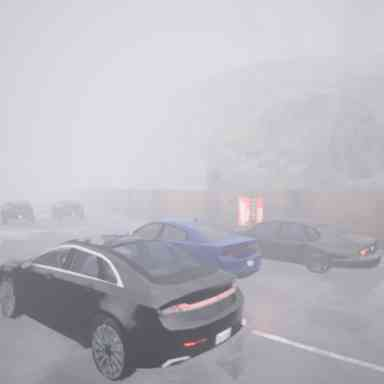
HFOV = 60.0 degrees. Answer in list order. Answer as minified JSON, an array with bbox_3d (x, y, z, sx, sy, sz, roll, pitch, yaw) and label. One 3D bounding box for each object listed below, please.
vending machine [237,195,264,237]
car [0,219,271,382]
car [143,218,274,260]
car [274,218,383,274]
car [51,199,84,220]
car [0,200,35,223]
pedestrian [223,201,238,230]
[{"bbox_3d":[3.047,1.194,17.204,0.880,2.100,1.100,1,0,45],"label":"vending machine"},{"bbox_3d":[-1.482,1.467,5.498,4.902,1.511,2.128,1,0,40],"label":"car"},{"bbox_3d":[-0.527,1.456,9.239,5.008,1.535,1.882,1,0,41],"label":"car"},{"bbox_3d":[3.007,1.559,10.693,5.357,1.411,2.033,1,0,40],"label":"car"},{"bbox_3d":[-9.770,1.353,26.055,1.837,1.490,4.892,0,0,-31],"label":"car"},{"bbox_3d":[-12.368,1.331,23.595,1.837,1.490,4.892,0,0,-31],"label":"car"},{"bbox_3d":[2.023,1.282,17.227,0.375,1.860,0.375,0,0,-45],"label":"pedestrian"}]
